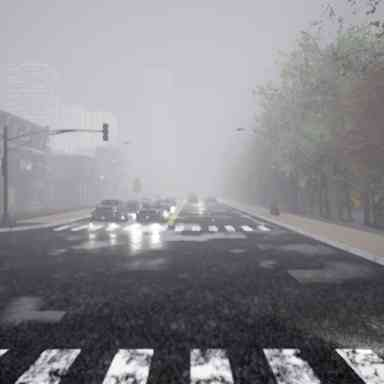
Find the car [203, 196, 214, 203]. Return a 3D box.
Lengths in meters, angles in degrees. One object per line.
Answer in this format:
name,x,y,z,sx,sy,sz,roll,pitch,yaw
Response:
car,3.344,1.463,68.538,1.994,1.385,4.181,0,0,0

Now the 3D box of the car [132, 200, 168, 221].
car,-3.315,1.565,26.976,1.895,1.301,4.718,0,0,0

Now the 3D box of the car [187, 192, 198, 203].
car,0.096,1.130,68.998,2.150,2.045,5.566,0,0,0

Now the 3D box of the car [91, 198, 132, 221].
car,-6.586,1.315,26.940,2.097,1.767,4.553,0,0,1

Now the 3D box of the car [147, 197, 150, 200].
car,-6.514,1.482,47.540,2.033,1.411,5.357,0,0,0

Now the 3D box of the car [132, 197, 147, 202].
car,-6.550,1.513,36.908,1.994,1.385,4.181,0,0,0

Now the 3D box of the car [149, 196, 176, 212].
car,-3.295,1.497,37.672,2.033,1.411,5.357,0,0,0

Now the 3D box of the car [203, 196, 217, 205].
car,3.432,1.414,58.447,2.128,1.511,4.902,0,0,0

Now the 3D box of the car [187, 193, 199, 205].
car,0.173,1.426,58.932,1.837,1.490,4.892,0,0,0

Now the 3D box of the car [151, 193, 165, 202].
car,-6.412,1.053,62.713,2.128,1.511,4.902,0,0,0
